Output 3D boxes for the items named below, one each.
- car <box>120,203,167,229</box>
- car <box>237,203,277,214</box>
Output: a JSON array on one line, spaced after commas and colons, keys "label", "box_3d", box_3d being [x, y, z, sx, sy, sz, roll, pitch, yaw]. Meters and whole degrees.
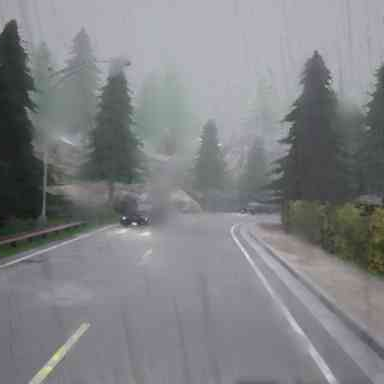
[{"label": "car", "box_3d": [-2.857, 1.382, 20.944, 2.033, 1.411, 5.357, 3, 0, 6]}, {"label": "car", "box_3d": [7.810, 1.864, 39.370, 5.357, 1.411, 2.033, 3, 0, -38]}]
